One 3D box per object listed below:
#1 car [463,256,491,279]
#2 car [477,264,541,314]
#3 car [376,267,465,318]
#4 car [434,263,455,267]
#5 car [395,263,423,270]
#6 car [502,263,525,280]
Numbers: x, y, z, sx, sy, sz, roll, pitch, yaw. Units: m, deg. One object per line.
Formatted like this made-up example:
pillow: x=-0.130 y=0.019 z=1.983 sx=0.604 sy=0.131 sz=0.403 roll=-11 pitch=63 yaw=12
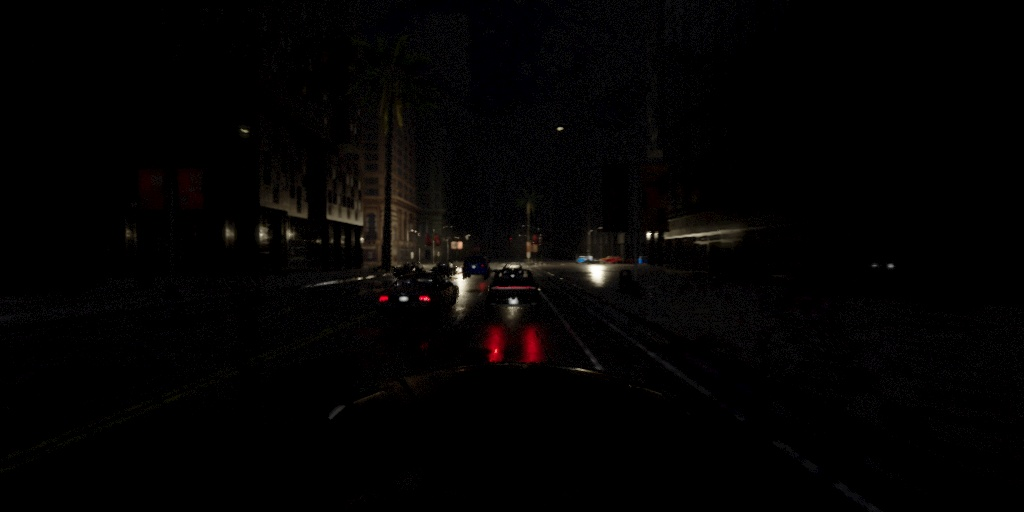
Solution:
car: x=-3.153 y=0.988 z=32.357 sx=2.150 sy=2.045 sz=5.566 roll=0 pitch=0 yaw=0
car: x=0.054 y=1.239 z=13.848 sx=2.128 sy=1.511 sz=4.902 roll=0 pitch=0 yaw=0
car: x=-3.196 y=1.316 z=13.111 sx=2.033 sy=1.411 sz=5.357 roll=0 pitch=0 yaw=0
car: x=-6.592 y=1.336 z=34.719 sx=2.033 sy=1.411 sz=5.357 roll=0 pitch=0 yaw=0
car: x=-9.842 y=1.357 z=34.651 sx=2.033 sy=1.411 sz=5.357 roll=0 pitch=0 yaw=0
car: x=0.088 y=1.346 z=31.706 sx=1.895 sy=1.301 sz=4.718 roll=0 pitch=0 yaw=0
